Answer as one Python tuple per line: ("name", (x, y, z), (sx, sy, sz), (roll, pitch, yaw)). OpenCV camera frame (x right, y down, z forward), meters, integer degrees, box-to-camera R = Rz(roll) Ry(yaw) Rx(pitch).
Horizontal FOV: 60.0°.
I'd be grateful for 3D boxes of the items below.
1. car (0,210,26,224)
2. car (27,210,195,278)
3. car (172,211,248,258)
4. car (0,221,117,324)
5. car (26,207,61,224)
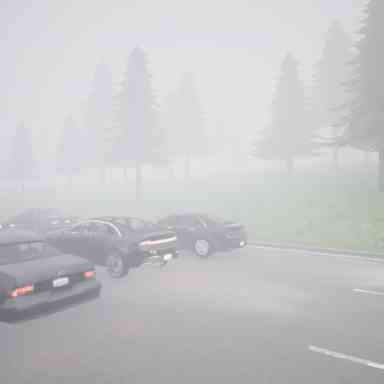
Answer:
("car", (-10.465, 1.548, 15.752), (5.357, 1.411, 2.033), (0, 0, 33))
("car", (-2.613, 1.492, 10.139), (4.902, 1.511, 2.128), (0, 0, 35))
("car", (-0.271, 1.505, 12.772), (4.892, 1.490, 1.837), (0, 0, 35))
("car", (-4.233, 1.548, 6.999), (5.357, 1.411, 2.033), (0, 0, 35))
("car", (-8.349, 1.548, 18.474), (5.357, 1.411, 2.033), (0, 0, 38))
